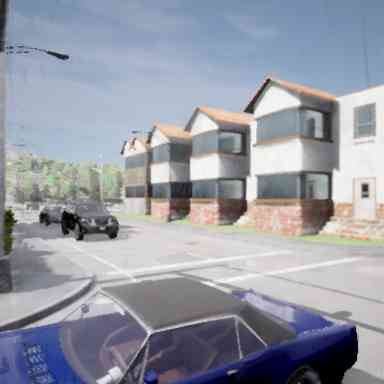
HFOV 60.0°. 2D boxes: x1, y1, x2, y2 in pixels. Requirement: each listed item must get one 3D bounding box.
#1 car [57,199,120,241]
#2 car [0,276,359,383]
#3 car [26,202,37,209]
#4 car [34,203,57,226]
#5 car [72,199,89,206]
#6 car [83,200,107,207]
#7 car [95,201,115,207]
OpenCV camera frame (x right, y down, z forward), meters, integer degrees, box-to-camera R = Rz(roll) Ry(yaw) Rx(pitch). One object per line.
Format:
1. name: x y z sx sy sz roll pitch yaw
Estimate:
1. car: -6.121 1.589 19.602 2.150 2.045 5.566 1 -1 -33
2. car: -0.576 1.665 3.228 4.718 1.301 1.895 1 -1 -32
3. car: -31.871 2.634 66.305 2.033 1.411 5.357 1 -1 -33
4. car: -11.722 2.013 28.357 2.128 1.511 4.902 1 -1 -32
5. car: -29.970 2.755 89.542 3.866 1.878 1.905 1 -1 -33
6. car: -23.050 2.642 78.781 5.027 1.636 2.152 1 -1 -33
7. car: -19.306 2.629 73.558 3.806 1.475 1.970 1 -1 -33
